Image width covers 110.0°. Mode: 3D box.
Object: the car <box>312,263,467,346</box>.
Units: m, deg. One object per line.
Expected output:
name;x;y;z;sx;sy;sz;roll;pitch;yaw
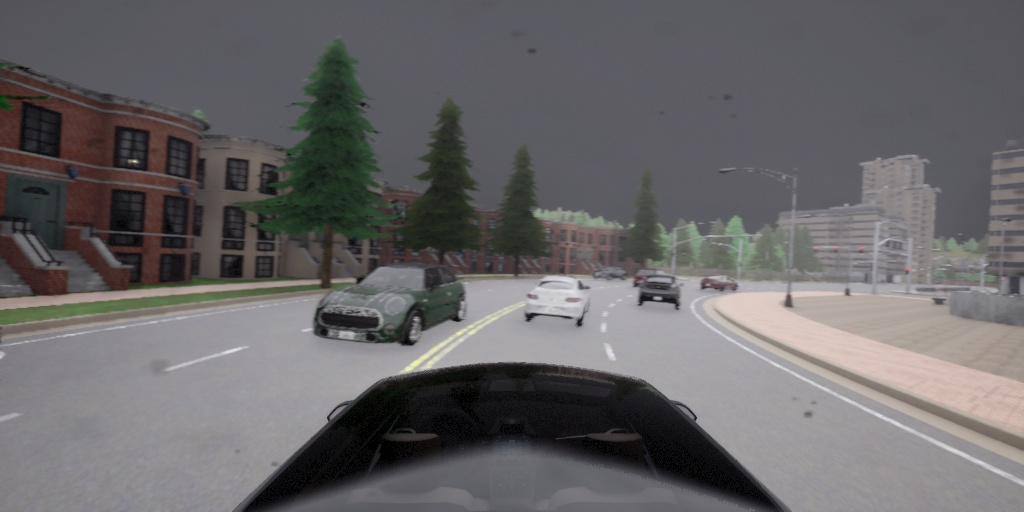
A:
car;-2.738;0.970;9.143;2.097;1.767;4.553;3;0;11

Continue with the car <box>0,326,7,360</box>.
car;-6.926;0.852;2.073;2.128;1.511;4.902;3;0;2

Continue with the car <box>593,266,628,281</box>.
car;10.973;1.925;39.879;4.902;1.511;2.128;3;0;-40

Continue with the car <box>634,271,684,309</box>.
car;7.636;1.735;18.446;1.837;1.490;4.892;3;0;25

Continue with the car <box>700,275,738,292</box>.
car;18.643;2.417;32.248;4.674;1.442;1.812;3;0;-40

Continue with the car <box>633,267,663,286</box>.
car;12.374;1.889;31.152;2.097;1.767;4.553;3;0;43

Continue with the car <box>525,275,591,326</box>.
car;1.677;1.402;12.453;1.812;1.442;4.674;3;0;14
